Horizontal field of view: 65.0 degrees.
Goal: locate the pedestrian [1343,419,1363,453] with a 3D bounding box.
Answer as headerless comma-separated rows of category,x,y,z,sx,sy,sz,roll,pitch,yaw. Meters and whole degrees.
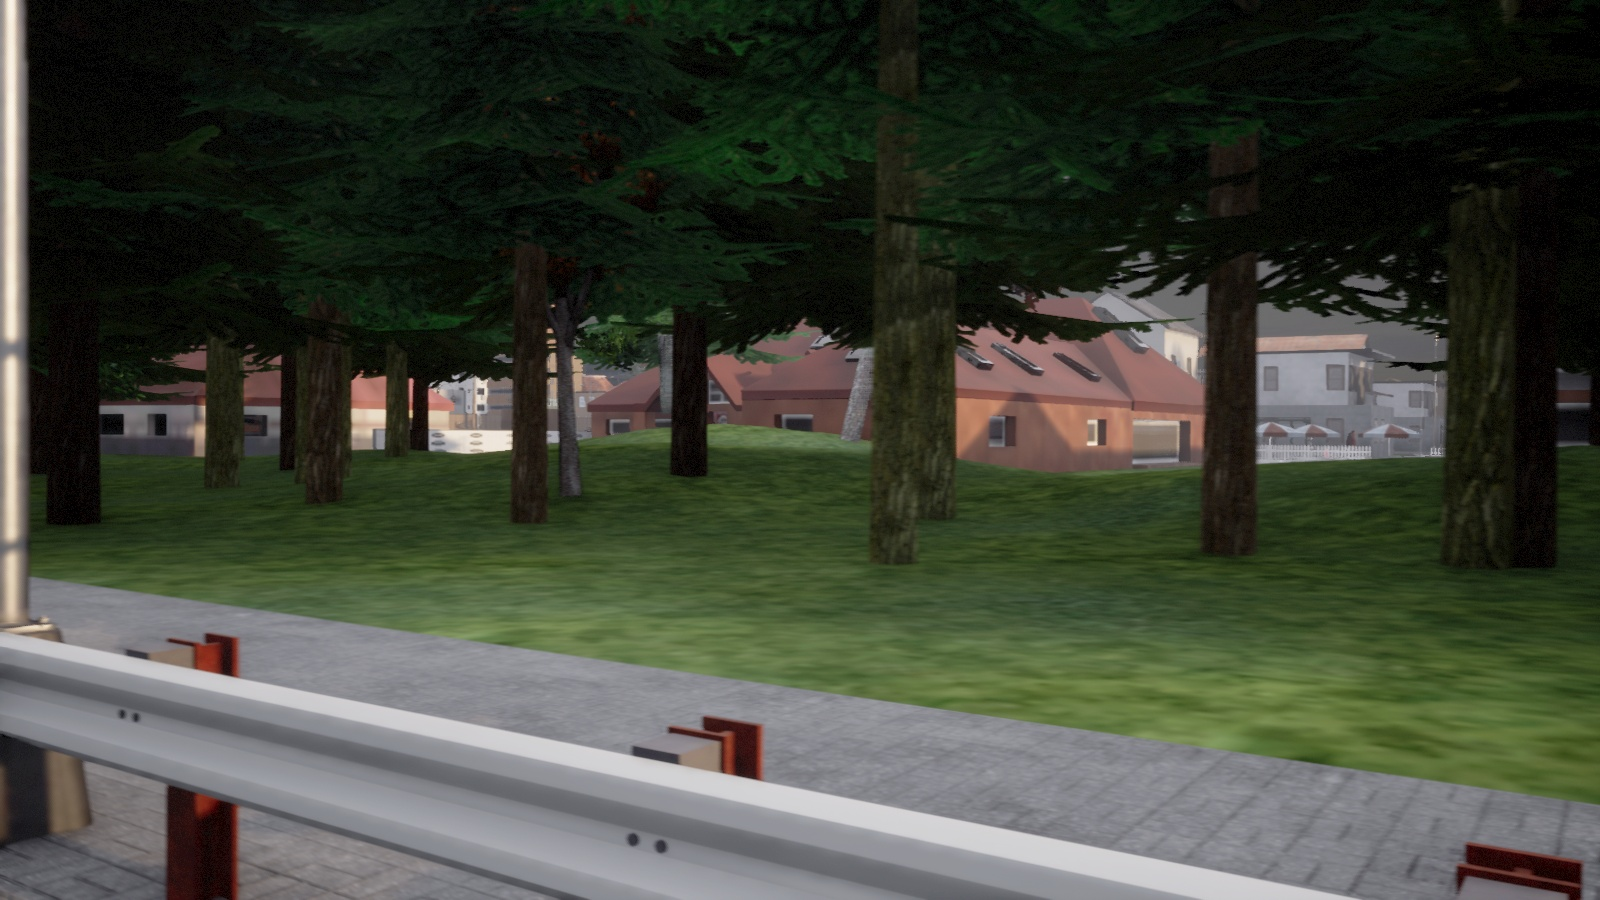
pedestrian,30.083,-0.766,68.305,0.899,1.844,0.634,0,1,33
